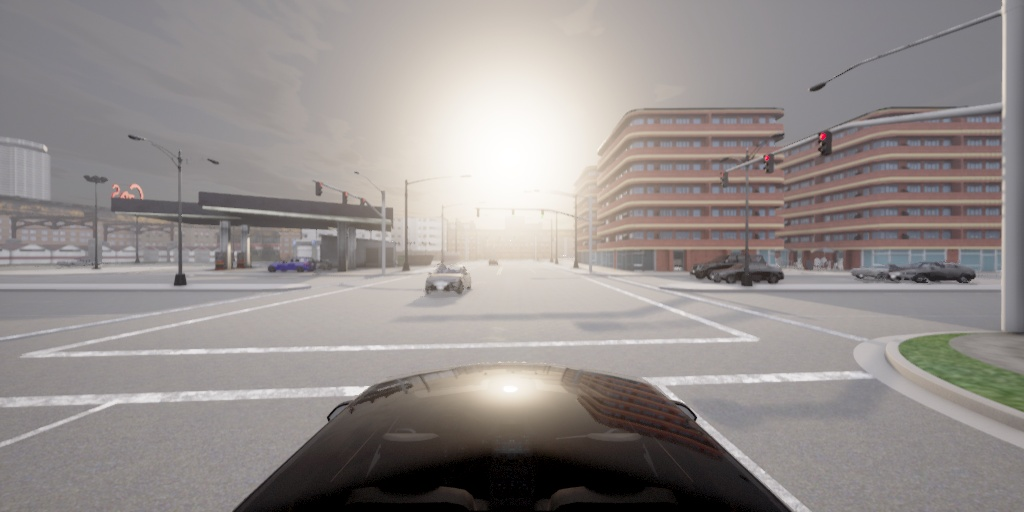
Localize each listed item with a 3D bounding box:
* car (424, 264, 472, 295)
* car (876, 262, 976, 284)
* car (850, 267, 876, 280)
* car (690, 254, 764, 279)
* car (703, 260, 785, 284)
[{"bbox_3d":[-3.304,1.216,19.276,2.128,1.511,4.902,0,0,1],"label":"car"},{"bbox_3d":[29.004,1.171,24.929,4.902,1.511,2.128,0,0,0],"label":"car"},{"bbox_3d":[29.918,1.269,28.426,4.718,1.301,1.895,0,0,0],"label":"car"},{"bbox_3d":[17.201,0.889,28.484,5.566,2.045,2.150,0,0,0],"label":"car"},{"bbox_3d":[16.313,1.204,24.981,4.674,1.442,1.812,0,0,0],"label":"car"}]
